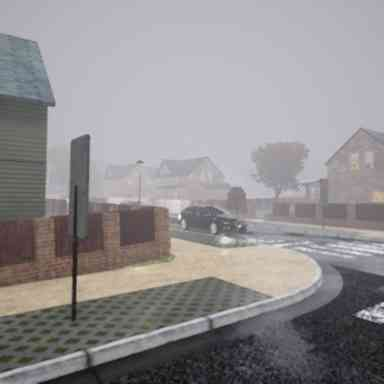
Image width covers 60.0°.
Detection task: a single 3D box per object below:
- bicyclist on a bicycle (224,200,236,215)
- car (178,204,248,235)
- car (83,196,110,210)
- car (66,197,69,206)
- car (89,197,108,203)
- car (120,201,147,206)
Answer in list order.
[{"bbox_3d":[2.859,1.436,26.463,1.656,1.620,0.582,1,-1,-34],"label":"bicyclist on a bicycle"},{"bbox_3d":[1.036,1.488,18.635,1.837,1.490,4.892,2,-1,-34],"label":"car"},{"bbox_3d":[-12.889,1.459,44.746,2.097,1.767,4.553,2,-1,-33],"label":"car"},{"bbox_3d":[-18.632,1.337,53.278,2.150,2.045,5.566,2,-1,-34],"label":"car"},{"bbox_3d":[-10.968,1.576,36.654,2.033,1.411,5.357,2,-1,-34],"label":"car"},{"bbox_3d":[-4.740,1.498,27.300,2.128,1.511,4.902,2,-1,-34],"label":"car"}]
